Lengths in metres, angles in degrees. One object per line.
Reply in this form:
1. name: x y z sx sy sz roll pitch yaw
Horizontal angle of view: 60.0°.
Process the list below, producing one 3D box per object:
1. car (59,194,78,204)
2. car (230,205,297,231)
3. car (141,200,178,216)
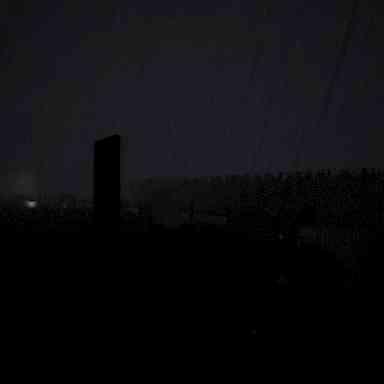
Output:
1. car: -20.230 1.051 54.312 2.097 1.767 4.553 1 0 -35
2. car: 3.999 1.475 19.469 1.994 1.385 4.181 1 0 -35
3. car: -2.944 1.408 29.457 1.994 1.385 4.181 1 0 -35
